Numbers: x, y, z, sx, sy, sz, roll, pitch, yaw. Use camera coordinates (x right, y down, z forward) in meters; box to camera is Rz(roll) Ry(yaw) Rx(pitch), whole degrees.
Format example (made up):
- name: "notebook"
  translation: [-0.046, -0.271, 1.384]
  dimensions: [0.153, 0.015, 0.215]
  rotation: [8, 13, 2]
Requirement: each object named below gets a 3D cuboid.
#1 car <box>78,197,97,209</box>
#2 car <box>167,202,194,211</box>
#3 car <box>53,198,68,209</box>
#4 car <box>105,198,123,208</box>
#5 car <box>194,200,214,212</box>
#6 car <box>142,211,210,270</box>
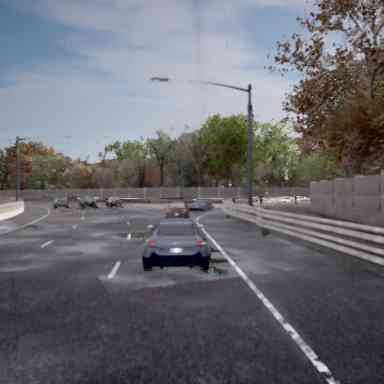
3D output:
- name: "car"
  translation: [-15.066, 1.436, 47.951]
  dimensions: [2.097, 1.767, 4.553]
  rotation: [0, 0, -25]
- name: "car"
  translation: [-1.069, 1.543, 27.719]
  dimensions: [1.812, 1.442, 4.674]
  rotation: [0, 0, 3]
- name: "car"
  translation: [-19.181, 1.593, 48.420]
  dimensions: [2.128, 1.511, 4.902]
  rotation: [0, 0, -27]
- name: "car"
  translation: [-11.375, 1.574, 48.373]
  dimensions: [1.837, 1.490, 4.892]
  rotation: [0, 0, -25]
- name: "car"
  translation: [1.134, 1.578, 38.530]
  dimensions: [1.994, 1.385, 4.181]
  rotation: [0, 0, 19]
- name: "car"
  translation: [-0.537, 1.571, 11.119]
  dimensions: [1.994, 1.385, 4.181]
  rotation: [0, 0, -3]
